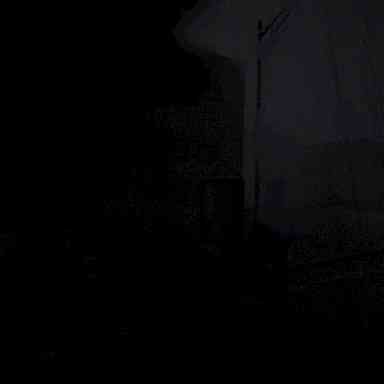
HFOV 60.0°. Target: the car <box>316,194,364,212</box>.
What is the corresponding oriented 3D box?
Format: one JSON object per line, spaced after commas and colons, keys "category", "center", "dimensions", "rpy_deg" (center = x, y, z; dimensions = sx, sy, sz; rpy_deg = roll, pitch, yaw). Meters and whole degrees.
{"category": "car", "center": [17.836, 1.248, 40.378], "dimensions": [2.150, 2.045, 5.566], "rpy_deg": [2, 0, -30]}
